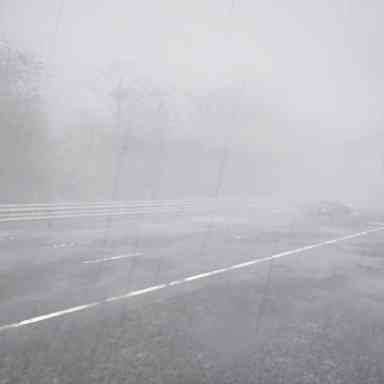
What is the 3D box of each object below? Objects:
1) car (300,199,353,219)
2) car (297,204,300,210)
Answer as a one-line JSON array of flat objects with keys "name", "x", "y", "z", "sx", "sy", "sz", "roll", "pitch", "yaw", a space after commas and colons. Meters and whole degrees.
[{"name": "car", "x": 11.043, "y": 1.354, "z": 26.591, "sx": 2.033, "sy": 1.411, "sz": 5.357, "roll": 0, "pitch": 0, "yaw": 45}, {"name": "car", "x": 12.369, "y": 1.373, "z": 32.872, "sx": 1.895, "sy": 1.301, "sz": 4.718, "roll": 0, "pitch": 0, "yaw": 45}]
